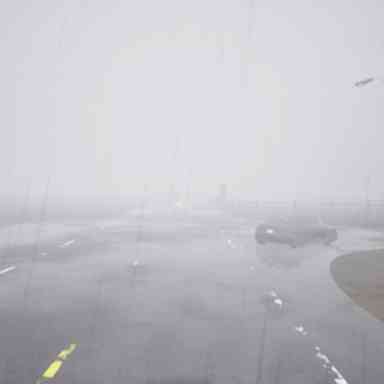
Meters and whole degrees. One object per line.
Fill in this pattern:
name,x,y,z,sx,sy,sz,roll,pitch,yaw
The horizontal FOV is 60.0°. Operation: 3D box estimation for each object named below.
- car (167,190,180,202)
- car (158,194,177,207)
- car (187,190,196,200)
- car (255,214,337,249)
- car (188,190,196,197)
car,-3.548,0.757,63.301,2.150,2.045,5.566,0,2,1
car,-3.603,1.337,46.850,2.033,1.411,5.357,0,0,0
car,-0.028,0.895,68.002,2.128,1.511,4.902,0,2,0
car,4.712,1.676,14.828,4.181,1.385,1.994,4,-3,-41
car,-0.033,0.392,78.412,1.837,1.490,4.892,0,2,0
